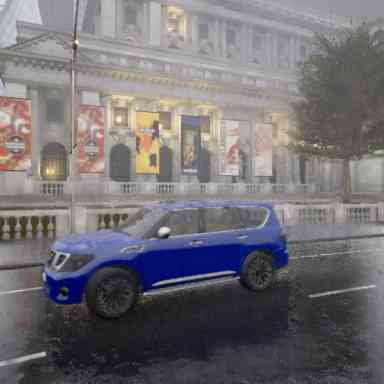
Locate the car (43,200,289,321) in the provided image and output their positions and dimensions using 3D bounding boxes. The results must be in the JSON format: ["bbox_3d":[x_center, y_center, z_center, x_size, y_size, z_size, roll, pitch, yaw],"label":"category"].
[{"bbox_3d":[-0.330,1.221,7.553,5.566,2.045,2.150,0,0,-29],"label":"car"}]
